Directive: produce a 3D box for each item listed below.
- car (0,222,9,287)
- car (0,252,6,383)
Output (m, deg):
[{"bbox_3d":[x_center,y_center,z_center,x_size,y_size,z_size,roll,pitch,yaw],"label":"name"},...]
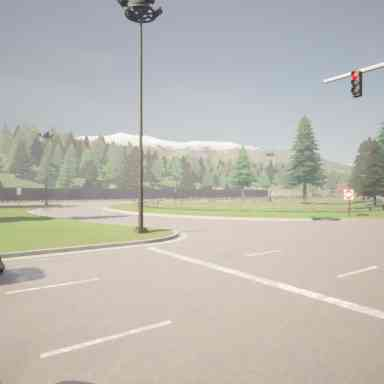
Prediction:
[{"bbox_3d":[-7.162,1.547,7.234,5.357,1.411,2.033,0,0,-35],"label":"car"},{"bbox_3d":[-3.314,1.352,1.380,4.553,1.767,2.097,0,0,-36],"label":"car"}]
